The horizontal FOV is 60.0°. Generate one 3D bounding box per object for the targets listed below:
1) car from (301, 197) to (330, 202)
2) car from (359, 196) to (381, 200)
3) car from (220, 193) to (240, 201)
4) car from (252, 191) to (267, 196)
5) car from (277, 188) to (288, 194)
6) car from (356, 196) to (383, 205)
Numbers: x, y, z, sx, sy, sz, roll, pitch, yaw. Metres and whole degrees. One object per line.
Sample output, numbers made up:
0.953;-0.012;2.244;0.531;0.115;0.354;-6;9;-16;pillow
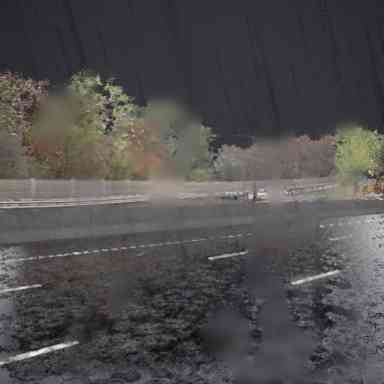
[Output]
18.069;1.422;48.412;5.357;1.411;2.033;0;0;-36;car
22.980;1.395;43.355;4.902;1.511;2.128;0;0;-37;car
6.521;0.835;56.551;1.895;1.301;4.718;0;1;29;car
14.244;0.455;69.964;2.128;1.511;4.902;0;2;31;car
22.550;-0.152;83.097;1.837;1.490;4.892;0;3;33;car
31.062;1.427;58.142;5.357;1.411;2.033;0;0;-37;car
